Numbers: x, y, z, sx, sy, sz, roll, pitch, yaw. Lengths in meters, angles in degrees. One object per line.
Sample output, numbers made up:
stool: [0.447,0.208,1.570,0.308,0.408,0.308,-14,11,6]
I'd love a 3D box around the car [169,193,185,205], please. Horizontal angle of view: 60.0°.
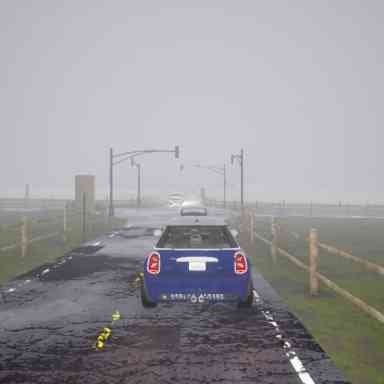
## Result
car: [-2.839,1.237,59.906,2.150,2.045,5.566,0,0,0]

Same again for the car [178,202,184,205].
car: [0.091,1.507,17.262,1.837,1.490,4.892,0,0,0]

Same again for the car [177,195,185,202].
car: [-2.701,1.549,80.270,1.812,1.442,4.674,0,0,0]

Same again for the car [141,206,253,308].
car: [0.096,1.353,8.096,2.097,1.767,4.553,0,0,0]

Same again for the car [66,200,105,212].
car: [-11.260,1.377,35.560,4.181,1.385,1.994,1,0,13]

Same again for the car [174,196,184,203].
car: [-2.735,1.615,69.928,1.895,1.301,4.718,0,0,0]
